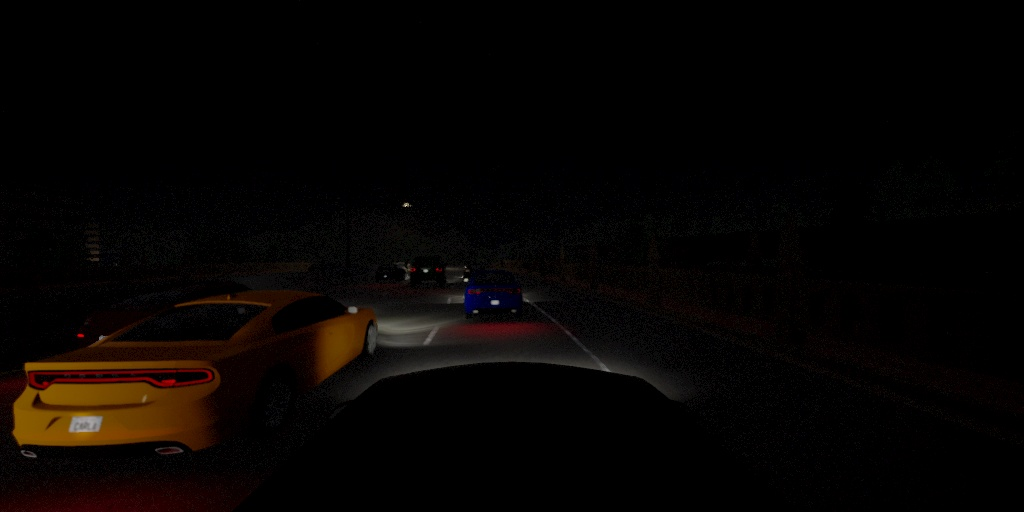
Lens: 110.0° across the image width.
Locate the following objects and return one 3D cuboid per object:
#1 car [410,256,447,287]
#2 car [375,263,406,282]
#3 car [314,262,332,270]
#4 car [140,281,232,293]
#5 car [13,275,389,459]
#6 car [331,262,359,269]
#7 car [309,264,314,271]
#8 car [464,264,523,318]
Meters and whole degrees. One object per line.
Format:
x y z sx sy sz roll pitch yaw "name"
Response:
-5.842 1.045 25.421 2.150 2.045 5.566 0 0 -8 "car"
-10.002 1.350 29.782 2.128 1.511 4.902 0 0 -8 "car"
-23.179 1.523 46.489 2.033 1.411 5.357 0 0 -8 "car"
-7.332 1.325 8.664 1.812 1.442 4.674 0 0 -4 "car"
-3.643 1.252 5.457 1.882 1.535 5.008 0 0 -2 "car"
-18.963 1.465 41.707 1.812 1.442 4.674 0 0 -8 "car"
-27.409 1.577 51.508 1.994 1.385 4.181 0 0 -8 "car"
-0.750 1.247 13.215 1.882 1.535 5.008 0 0 -6 "car"
